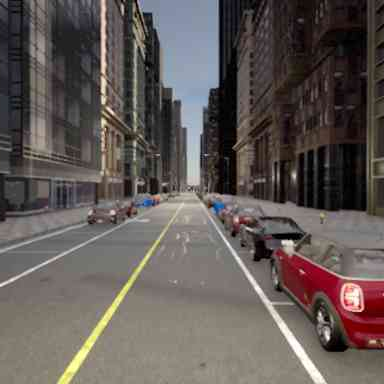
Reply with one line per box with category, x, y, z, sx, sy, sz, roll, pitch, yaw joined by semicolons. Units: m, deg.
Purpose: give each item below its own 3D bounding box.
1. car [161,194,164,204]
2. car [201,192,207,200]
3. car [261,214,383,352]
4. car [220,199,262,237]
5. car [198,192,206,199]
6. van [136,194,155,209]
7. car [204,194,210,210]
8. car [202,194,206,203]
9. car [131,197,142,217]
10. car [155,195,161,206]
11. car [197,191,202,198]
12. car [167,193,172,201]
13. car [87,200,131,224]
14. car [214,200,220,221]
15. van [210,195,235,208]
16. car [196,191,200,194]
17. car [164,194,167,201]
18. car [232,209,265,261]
car;-5.781;1.260;50.944;1.887;1.381;4.507;0;0;0
car;2.744;1.155;50.955;1.967;1.590;4.097;0;0;0
car;2.758;1.405;6.141;1.967;1.590;4.097;0;0;0
car;2.754;1.342;17.344;1.967;1.590;4.097;0;0;0
car;2.732;0.940;90.167;1.967;1.590;4.097;0;0;0
van;-5.778;1.118;39.739;1.690;1.788;3.998;0;0;0
car;2.748;1.322;39.751;1.887;1.381;4.507;0;0;0
car;2.746;1.291;45.354;1.887;1.381;4.507;0;0;0
car;-5.774;1.385;28.536;1.887;1.381;4.507;0;0;0
car;-5.779;1.291;45.343;1.887;1.381;4.507;0;0;0
car;2.737;1.136;73.362;1.887;1.381;4.507;0;0;0
car;-5.787;1.062;67.750;1.967;1.590;4.097;0;0;0
car;-5.773;1.311;22.933;1.967;1.590;4.097;0;0;0
car;2.753;1.453;22.947;1.802;1.307;4.206;0;0;0
van;2.751;1.181;28.547;1.690;1.788;3.998;0;0;0
car;2.733;0.845;84.564;2.192;1.841;5.009;0;0;0
car;-5.783;1.210;56.376;1.752;1.417;4.829;0;0;0
car;2.757;1.499;11.743;1.947;1.339;4.313;0;0;0
